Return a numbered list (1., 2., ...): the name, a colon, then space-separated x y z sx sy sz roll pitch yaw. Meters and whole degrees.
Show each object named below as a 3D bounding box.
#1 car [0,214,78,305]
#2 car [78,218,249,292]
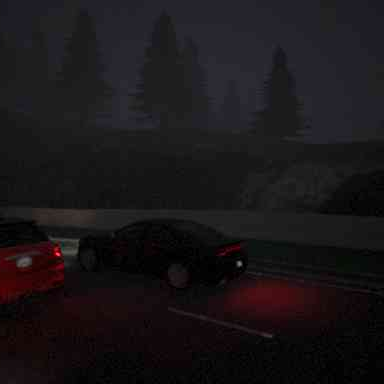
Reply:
1. car: -4.938 1.297 7.146 4.553 1.767 2.097 0 0 29
2. car: -0.975 1.438 8.911 5.008 1.535 1.882 1 0 34
